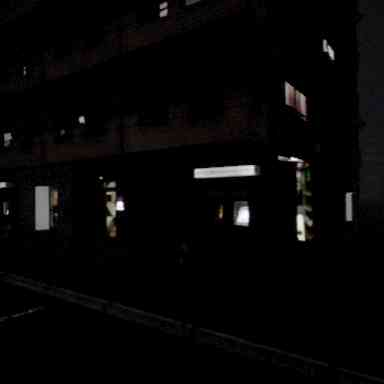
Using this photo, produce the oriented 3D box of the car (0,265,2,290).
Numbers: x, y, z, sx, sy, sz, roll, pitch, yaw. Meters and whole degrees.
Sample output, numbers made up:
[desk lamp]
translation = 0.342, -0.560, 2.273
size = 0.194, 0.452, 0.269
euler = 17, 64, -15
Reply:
[car]
translation = -5.766, 1.566, 7.000
size = 4.507, 1.381, 1.887
euler = 0, -1, 36
